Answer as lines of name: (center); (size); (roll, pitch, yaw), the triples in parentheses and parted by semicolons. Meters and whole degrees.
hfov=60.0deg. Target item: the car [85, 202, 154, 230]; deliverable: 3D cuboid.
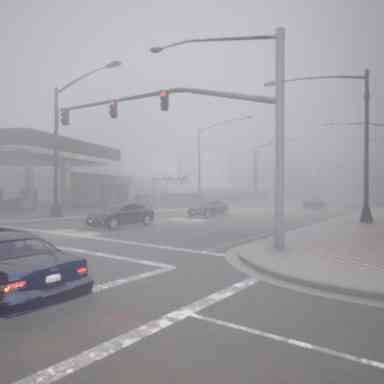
car: (-4.432, 1.437, 20.983); (1.837, 1.490, 4.892); (0, 0, 34)

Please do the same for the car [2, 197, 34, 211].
car: (-19.074, 1.297, 36.462); (3.806, 1.475, 1.970); (0, 0, 36)

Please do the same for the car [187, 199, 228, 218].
car: (1.449, 1.437, 29.514); (1.837, 1.490, 4.892); (0, 0, 35)

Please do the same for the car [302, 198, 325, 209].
car: (16.217, 1.495, 44.426); (2.033, 1.411, 5.357); (0, 0, 35)

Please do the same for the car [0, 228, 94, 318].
car: (-4.425, 1.515, 7.157); (5.357, 1.411, 2.033); (0, 0, 35)
